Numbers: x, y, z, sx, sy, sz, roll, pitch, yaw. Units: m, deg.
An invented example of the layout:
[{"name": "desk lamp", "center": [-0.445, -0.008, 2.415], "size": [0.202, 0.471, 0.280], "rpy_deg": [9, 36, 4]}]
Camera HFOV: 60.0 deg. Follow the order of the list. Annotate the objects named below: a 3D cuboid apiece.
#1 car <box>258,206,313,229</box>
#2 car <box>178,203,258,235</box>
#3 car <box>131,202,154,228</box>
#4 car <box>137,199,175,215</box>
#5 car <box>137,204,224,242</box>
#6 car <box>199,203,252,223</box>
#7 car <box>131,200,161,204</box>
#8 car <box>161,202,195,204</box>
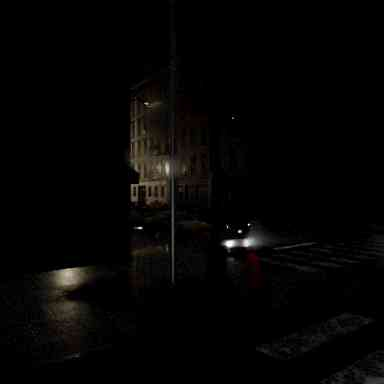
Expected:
[{"name": "car", "center": [5.671, 1.557, 21.479], "size": [1.947, 1.339, 4.313], "rpy_deg": [0, 0, -35]}, {"name": "car", "center": [0.951, 1.565, 18.691], "size": [2.033, 1.411, 5.357], "rpy_deg": [0, 0, -32]}, {"name": "car", "center": [-4.012, 1.584, 21.241], "size": [2.008, 1.369, 4.403], "rpy_deg": [0, 0, -35]}, {"name": "car", "center": [-3.846, 1.528, 34.845], "size": [1.752, 1.417, 4.829], "rpy_deg": [0, 0, -35]}, {"name": "car", "center": [-0.774, 1.554, 16.693], "size": [1.752, 1.417, 4.829], "rpy_deg": [0, 0, -35]}, {"name": "car", "center": [2.531, 1.578, 25.888], "size": [1.802, 1.307, 4.206], "rpy_deg": [0, 0, -35]}, {"name": "car", "center": [-4.805, 1.517, 26.733], "size": [2.128, 1.511, 4.902], "rpy_deg": [0, 0, -35]}, {"name": "car", "center": [-0.608, 1.565, 30.297], "size": [1.947, 1.339, 4.313], "rpy_deg": [0, 0, -35]}]
